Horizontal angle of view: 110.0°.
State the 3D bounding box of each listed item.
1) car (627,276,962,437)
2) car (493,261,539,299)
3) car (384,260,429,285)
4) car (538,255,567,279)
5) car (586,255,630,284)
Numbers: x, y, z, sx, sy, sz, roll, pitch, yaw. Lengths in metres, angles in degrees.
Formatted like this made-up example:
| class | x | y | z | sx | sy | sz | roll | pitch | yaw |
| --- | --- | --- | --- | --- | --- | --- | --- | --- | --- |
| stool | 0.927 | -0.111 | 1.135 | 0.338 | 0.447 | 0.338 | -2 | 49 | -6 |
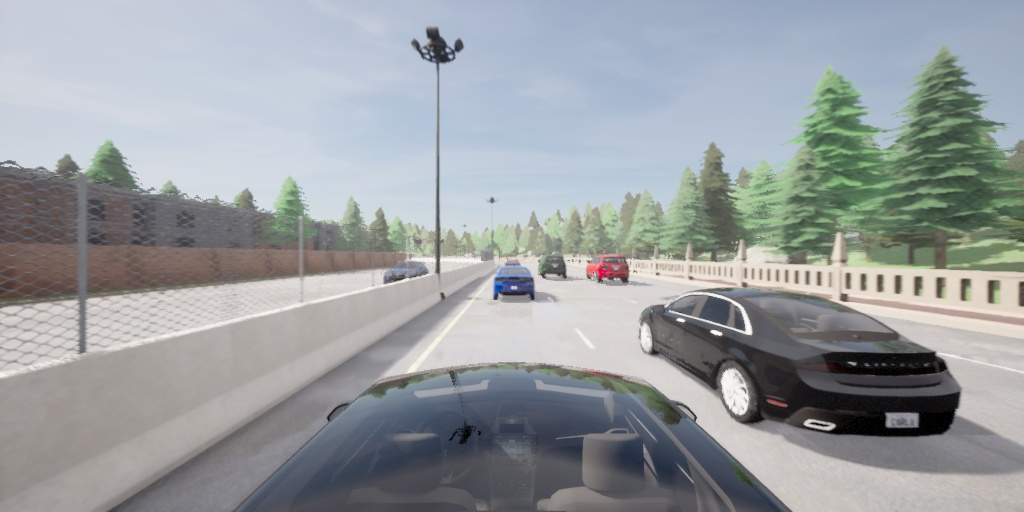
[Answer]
| class | x | y | z | sx | sy | sz | roll | pitch | yaw |
| --- | --- | --- | --- | --- | --- | --- | --- | --- | --- |
| car | 3.598 | 1.252 | 5.727 | 1.837 | 1.490 | 4.892 | 0 | 0 | 0 |
| car | 0.097 | 1.210 | 17.889 | 1.882 | 1.535 | 5.008 | 0 | 0 | 0 |
| car | -7.075 | 1.077 | 24.515 | 2.097 | 1.767 | 4.553 | 0 | 0 | 0 |
| car | 3.594 | 0.940 | 32.602 | 2.150 | 2.045 | 5.566 | 0 | 0 | 0 |
| car | 7.096 | 0.946 | 27.074 | 2.150 | 2.045 | 5.566 | 0 | 0 | 0 |
